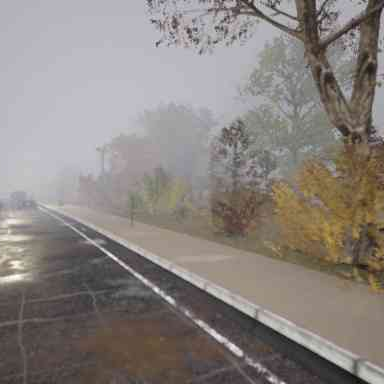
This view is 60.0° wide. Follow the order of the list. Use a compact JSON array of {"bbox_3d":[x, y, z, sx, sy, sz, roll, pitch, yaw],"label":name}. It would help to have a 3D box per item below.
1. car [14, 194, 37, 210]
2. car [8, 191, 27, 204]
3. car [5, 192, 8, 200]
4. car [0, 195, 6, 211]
[{"bbox_3d":[-19.062,1.265,38.366,1.994,1.385,4.181,0,0,-30],"label":"car"},{"bbox_3d":[-27.588,0.799,52.951,2.150,2.045,5.566,0,1,-31],"label":"car"},{"bbox_3d":[-37.225,0.788,68.315,2.097,1.767,4.553,0,0,-33],"label":"car"},{"bbox_3d":[-20.550,1.318,34.414,1.895,1.301,4.718,0,0,-29],"label":"car"}]
